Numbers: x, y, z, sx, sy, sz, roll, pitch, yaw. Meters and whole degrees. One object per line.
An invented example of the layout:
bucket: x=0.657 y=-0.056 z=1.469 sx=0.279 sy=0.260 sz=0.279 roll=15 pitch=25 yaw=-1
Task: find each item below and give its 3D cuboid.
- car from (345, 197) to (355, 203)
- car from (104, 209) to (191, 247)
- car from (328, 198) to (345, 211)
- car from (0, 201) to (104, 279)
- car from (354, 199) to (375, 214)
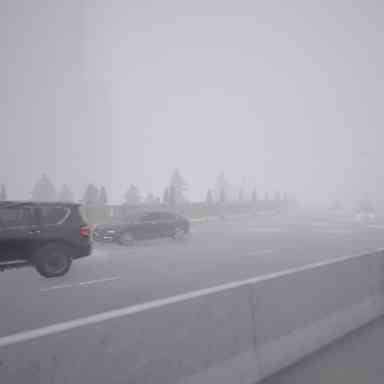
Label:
car: x=33.661 y=1.831 z=70.707 sx=2.097 sy=1.767 sz=4.553 roll=0 pitch=-1 yaw=6
car: x=-2.266 y=1.623 z=15.880 sx=4.892 sy=1.490 sz=1.837 roll=1 pitch=0 yaw=-41
car: x=22.050 y=2.049 z=51.366 sx=1.882 sy=1.535 sz=5.008 roll=0 pitch=-1 yaw=20
car: x=-5.494 y=1.278 z=8.769 sx=5.566 sy=2.045 sz=2.150 roll=0 pitch=0 yaw=-37
car: x=22.196 y=1.960 z=42.647 sx=1.837 sy=1.490 sz=4.892 roll=0 pitch=-1 yaw=25
